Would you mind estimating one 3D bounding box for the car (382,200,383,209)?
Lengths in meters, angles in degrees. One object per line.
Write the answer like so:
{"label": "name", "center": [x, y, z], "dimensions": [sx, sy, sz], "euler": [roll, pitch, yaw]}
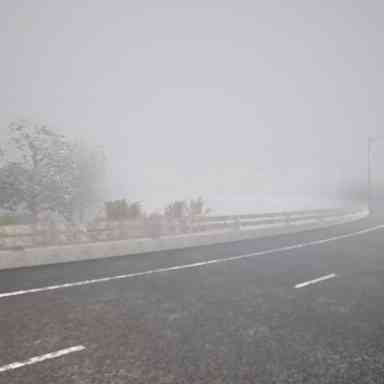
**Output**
{"label": "car", "center": [33.993, 1.917, 56.502], "dimensions": [2.150, 2.045, 5.566], "euler": [0, 0, 19]}
